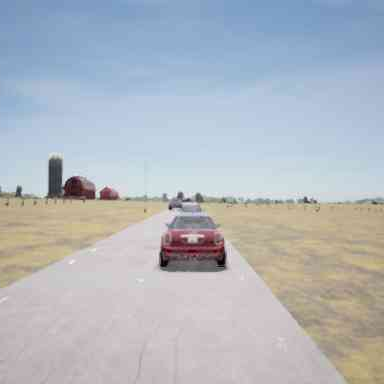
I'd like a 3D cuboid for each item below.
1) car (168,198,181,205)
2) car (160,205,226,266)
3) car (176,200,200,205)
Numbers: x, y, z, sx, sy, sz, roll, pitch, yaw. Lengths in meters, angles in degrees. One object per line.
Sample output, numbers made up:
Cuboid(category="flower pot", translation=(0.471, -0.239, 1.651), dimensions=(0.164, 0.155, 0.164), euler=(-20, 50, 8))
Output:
Cuboid(category="car", translation=(-2.817, 2.123, 57.097), dimensions=(2.150, 2.045, 5.566), euler=(0, -1, 1))
Cuboid(category="car", translation=(0.042, 1.525, 12.340), dimensions=(2.097, 1.767, 4.553), euler=(0, -1, 1))
Cuboid(category="car", translation=(0.038, 1.762, 27.356), dimensions=(2.097, 1.767, 4.553), euler=(0, -1, 1))
